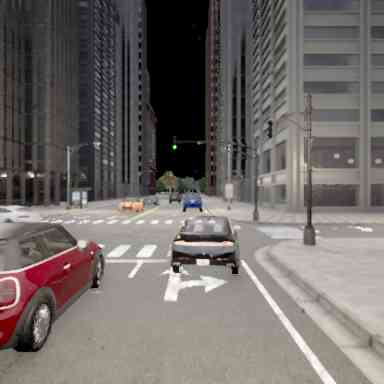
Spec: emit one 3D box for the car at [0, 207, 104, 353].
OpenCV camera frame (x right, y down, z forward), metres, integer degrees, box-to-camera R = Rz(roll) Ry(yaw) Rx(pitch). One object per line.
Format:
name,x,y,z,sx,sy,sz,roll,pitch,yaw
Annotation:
car,-3.171,1.353,6.298,2.097,1.767,4.553,0,0,-1

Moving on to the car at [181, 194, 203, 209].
car,0.075,1.212,39.834,2.150,2.045,5.566,0,0,0

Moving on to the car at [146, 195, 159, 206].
car,-6.593,1.342,53.704,2.097,1.767,4.553,0,0,0

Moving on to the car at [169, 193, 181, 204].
car,-3.290,1.213,64.195,2.150,2.045,5.566,0,0,0

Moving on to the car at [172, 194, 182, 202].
car,-3.297,1.263,74.787,2.097,1.767,4.553,0,0,0

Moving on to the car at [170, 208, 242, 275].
car,0.522,1.491,10.486,2.128,1.511,4.902,0,0,6

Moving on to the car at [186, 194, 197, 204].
car,-0.038,1.343,64.791,2.097,1.767,4.553,0,0,0

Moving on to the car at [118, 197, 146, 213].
car,-6.614,1.345,36.249,2.097,1.767,4.553,0,0,0

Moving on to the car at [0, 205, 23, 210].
car,-11.167,1.522,19.717,4.674,1.442,1.812,0,-1,16
